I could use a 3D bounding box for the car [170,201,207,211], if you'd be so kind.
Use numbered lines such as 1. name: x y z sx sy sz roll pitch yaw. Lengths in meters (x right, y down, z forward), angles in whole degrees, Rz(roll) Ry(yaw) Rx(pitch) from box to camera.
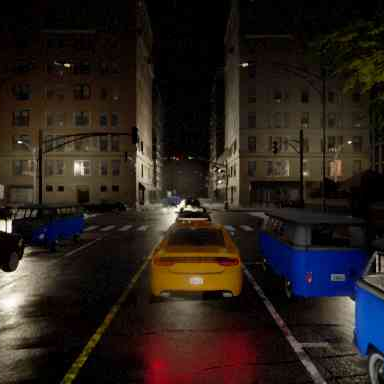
1. car: 0.073 1.486 17.995 2.128 1.511 4.902 0 0 0

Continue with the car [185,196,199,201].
1. car: 0.062 1.337 49.047 2.097 1.767 4.553 0 0 0

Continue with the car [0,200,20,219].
1. car: -17.904 1.487 28.880 4.902 1.511 2.128 0 0 -1

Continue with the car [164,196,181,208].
1. car: -3.055 1.463 48.954 1.882 1.535 5.008 0 0 0

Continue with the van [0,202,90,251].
1. van: -5.798 1.338 13.676 1.690 1.788 3.998 0 0 0

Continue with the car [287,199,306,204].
1. car: 11.912 1.547 32.605 4.181 1.385 1.994 0 0 -1

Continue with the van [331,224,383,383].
1. van: 2.679 1.341 2.331 1.690 1.788 3.998 0 0 0

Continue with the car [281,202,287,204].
1. car: 11.308 1.501 35.849 4.892 1.490 1.837 0 0 -1

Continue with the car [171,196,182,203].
1. car: -3.148 1.522 69.727 2.033 1.411 5.357 0 0 -1

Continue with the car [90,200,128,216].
1. car: -8.745 1.492 32.413 4.902 1.511 2.128 0 0 -1

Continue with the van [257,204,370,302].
1. van: 2.704 1.340 7.989 1.690 1.788 3.998 0 0 0

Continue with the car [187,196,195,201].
1. car: -0.280 1.581 84.664 1.895 1.301 4.718 0 0 -1

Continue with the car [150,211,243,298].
1. car: 0.113 1.477 8.576 1.882 1.535 5.008 0 0 1

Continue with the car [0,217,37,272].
1. car: -5.823 1.544 8.016 1.887 1.381 4.507 0 0 0
